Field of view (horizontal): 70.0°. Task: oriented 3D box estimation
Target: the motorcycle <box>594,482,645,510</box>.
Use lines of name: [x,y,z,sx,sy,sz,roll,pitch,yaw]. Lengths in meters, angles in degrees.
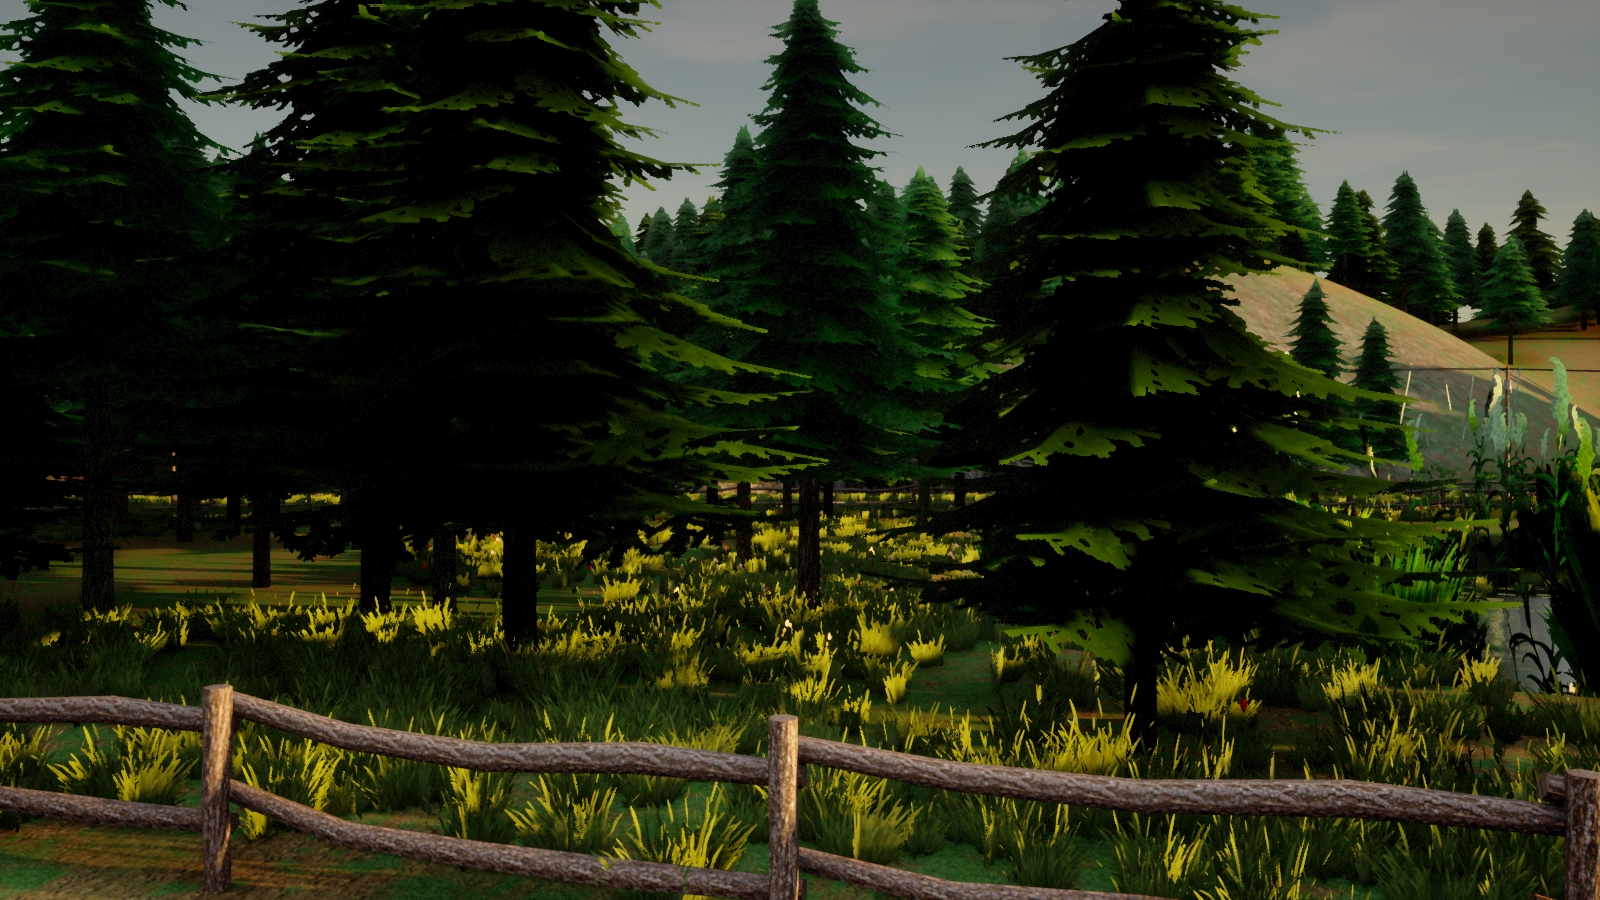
motorcycle: [-8.541,2.178,54.108,2.209,1.251,0.867,0,0,14]
